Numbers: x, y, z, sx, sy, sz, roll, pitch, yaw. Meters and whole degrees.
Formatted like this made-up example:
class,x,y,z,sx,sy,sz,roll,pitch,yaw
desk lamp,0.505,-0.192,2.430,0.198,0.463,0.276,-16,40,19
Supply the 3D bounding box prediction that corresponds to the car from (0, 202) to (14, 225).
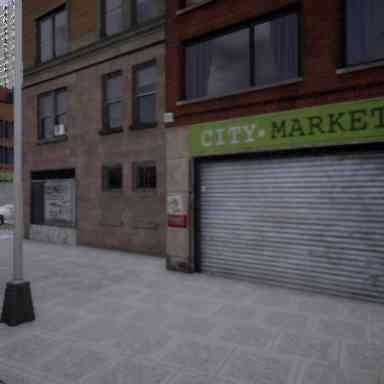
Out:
class,x,y,z,sx,sy,sz,roll,pitch,yaw
car,-12.102,1.403,23.031,1.812,1.442,4.674,0,0,35
